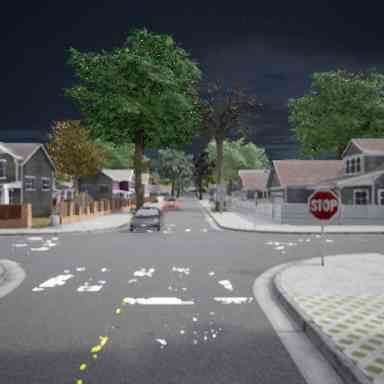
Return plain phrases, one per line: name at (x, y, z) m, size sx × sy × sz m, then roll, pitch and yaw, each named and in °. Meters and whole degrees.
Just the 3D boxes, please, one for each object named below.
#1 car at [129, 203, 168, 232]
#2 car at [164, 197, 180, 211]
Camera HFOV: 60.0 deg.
car at (-2.763, 1.664, 21.286) m, size 1.812 × 1.442 × 4.674 m, roll 0°, pitch 0°, yaw 0°
car at (-2.782, 1.625, 45.973) m, size 2.097 × 1.767 × 4.553 m, roll 0°, pitch 0°, yaw 0°
